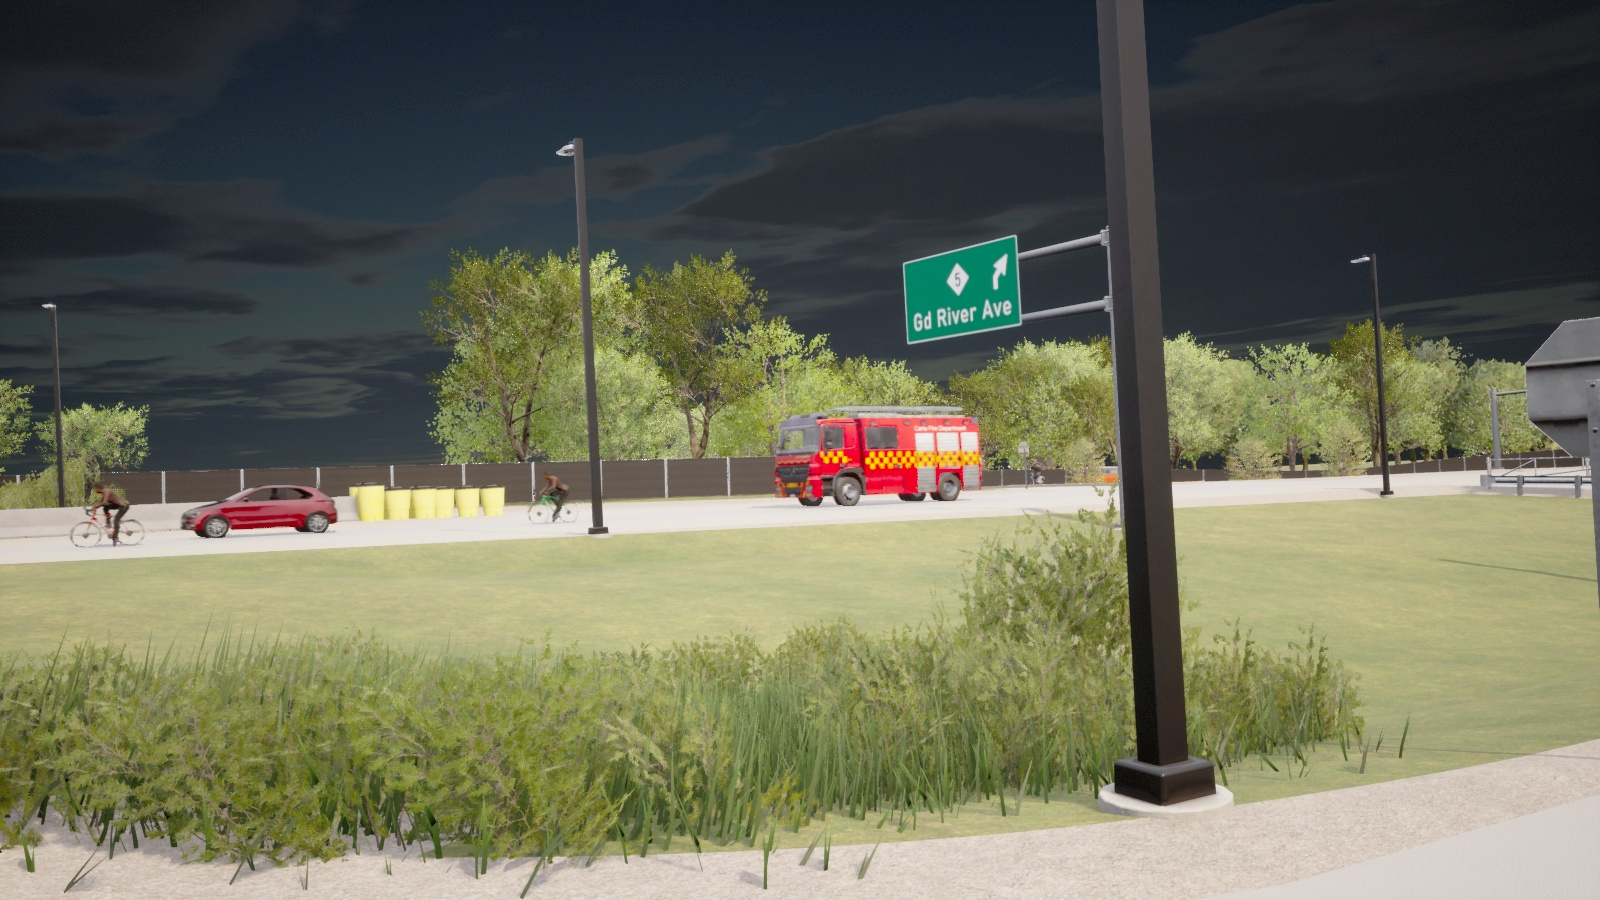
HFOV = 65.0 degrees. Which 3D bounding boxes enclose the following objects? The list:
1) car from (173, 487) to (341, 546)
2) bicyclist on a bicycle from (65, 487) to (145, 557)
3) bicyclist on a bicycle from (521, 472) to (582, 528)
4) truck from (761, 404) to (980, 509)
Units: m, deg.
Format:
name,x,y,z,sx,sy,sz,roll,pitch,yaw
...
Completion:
name,x,y,z,sx,sy,sz,roll,pitch,yaw
car,-15.837,1.906,36.689,4.193,1.474,1.816,-2,-2,-35
bicyclist on a bicycle,-17.362,1.784,31.387,1.656,1.620,0.582,-2,-1,-35
bicyclist on a bicycle,-7.548,1.519,38.174,1.656,1.620,0.582,-2,-1,-35
truck,2.892,0.220,49.701,8.468,3.827,2.891,-2,-2,-34
